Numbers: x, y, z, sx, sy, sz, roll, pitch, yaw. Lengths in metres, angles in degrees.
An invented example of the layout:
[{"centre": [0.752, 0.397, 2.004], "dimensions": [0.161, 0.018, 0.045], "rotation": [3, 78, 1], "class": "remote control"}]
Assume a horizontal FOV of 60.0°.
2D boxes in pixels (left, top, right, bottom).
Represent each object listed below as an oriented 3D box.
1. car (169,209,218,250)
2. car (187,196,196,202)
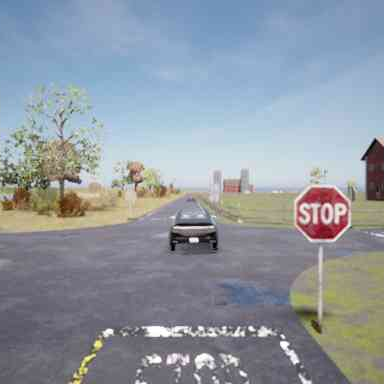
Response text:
[{"centre": [0.064, 1.467, 14.235], "dimensions": [2.128, 1.511, 4.902], "rotation": [-1, 0, 0], "class": "car"}, {"centre": [-0.111, 1.475, 71.754], "dimensions": [2.033, 1.411, 5.357], "rotation": [0, 0, 0], "class": "car"}]
